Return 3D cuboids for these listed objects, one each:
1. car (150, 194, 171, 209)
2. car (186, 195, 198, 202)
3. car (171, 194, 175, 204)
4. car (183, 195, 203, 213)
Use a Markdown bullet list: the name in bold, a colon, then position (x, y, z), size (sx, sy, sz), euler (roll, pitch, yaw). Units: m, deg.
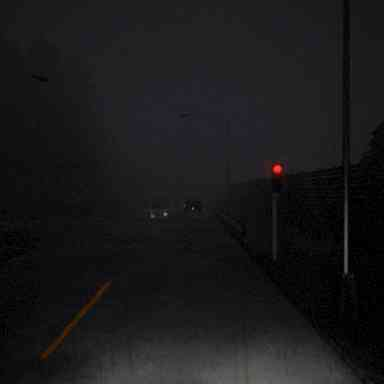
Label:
- **car**: position (-4.087, 1.319, 41.991), size (1.882, 1.535, 5.008), euler (0, 0, 0)
- **car**: position (-0.024, 1.273, 70.600), size (2.033, 1.411, 5.357), euler (0, 0, -4)
- **car**: position (-4.057, 1.134, 57.738), size (2.097, 1.767, 4.553), euler (0, 0, 0)
- **car**: position (0.101, 1.371, 35.284), size (1.837, 1.490, 4.892), euler (0, 0, 0)
